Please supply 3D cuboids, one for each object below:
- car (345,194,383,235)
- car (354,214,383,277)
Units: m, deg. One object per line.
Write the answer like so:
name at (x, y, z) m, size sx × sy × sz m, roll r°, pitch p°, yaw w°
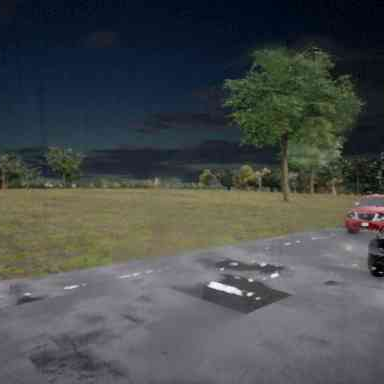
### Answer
car at (9.961, 1.111, 17.141) m, size 5.566 × 2.045 × 2.150 m, roll 0°, pitch 0°, yaw -43°
car at (6.327, 1.419, 8.874) m, size 4.892 × 1.490 × 1.837 m, roll 0°, pitch 0°, yaw -43°
